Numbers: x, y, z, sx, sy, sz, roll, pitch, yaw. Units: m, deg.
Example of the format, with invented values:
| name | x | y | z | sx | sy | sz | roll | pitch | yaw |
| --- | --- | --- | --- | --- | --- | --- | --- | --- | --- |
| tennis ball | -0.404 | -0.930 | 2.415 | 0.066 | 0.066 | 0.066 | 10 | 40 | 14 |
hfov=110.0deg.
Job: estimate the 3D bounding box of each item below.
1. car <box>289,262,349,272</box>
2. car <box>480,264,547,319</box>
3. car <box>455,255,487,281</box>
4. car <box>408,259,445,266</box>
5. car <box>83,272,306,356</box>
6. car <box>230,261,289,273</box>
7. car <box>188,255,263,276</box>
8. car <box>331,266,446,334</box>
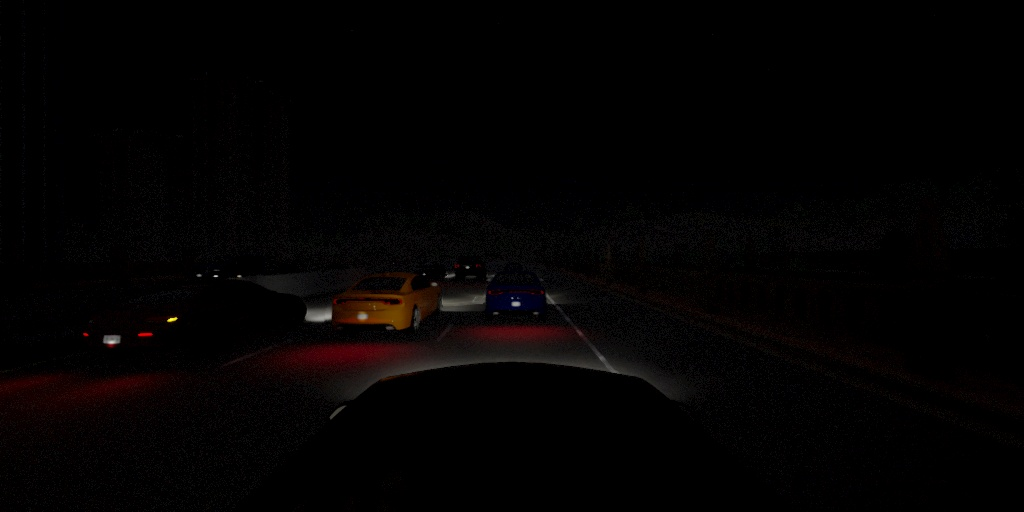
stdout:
| name | x | y | z | sx | sy | sz | roll | pitch | yaw |
| --- | --- | --- | --- | --- | --- | --- | --- | --- | --- |
| car | -14.063 | 1.204 | 26.897 | 1.882 | 1.535 | 5.008 | 0 | 0 | 0 |
| car | 0.115 | 1.221 | 12.738 | 1.882 | 1.535 | 5.008 | 0 | 0 | 0 |
| car | -3.364 | 0.952 | 29.745 | 2.150 | 2.045 | 5.566 | 0 | 0 | 0 |
| car | -6.863 | 1.220 | 30.446 | 2.128 | 1.511 | 4.902 | 0 | 0 | 0 |
| car | -6.889 | 1.268 | 8.479 | 1.812 | 1.442 | 4.674 | 0 | 0 | 0 |
| car | -17.566 | 1.272 | 26.551 | 2.033 | 1.411 | 5.357 | 0 | 0 | 0 |
| car | -21.064 | 0.945 | 26.908 | 2.150 | 2.045 | 5.566 | 0 | 0 | 0 |
| car | -3.387 | 1.220 | 10.615 | 1.882 | 1.535 | 5.008 | 0 | 0 | 0 |
